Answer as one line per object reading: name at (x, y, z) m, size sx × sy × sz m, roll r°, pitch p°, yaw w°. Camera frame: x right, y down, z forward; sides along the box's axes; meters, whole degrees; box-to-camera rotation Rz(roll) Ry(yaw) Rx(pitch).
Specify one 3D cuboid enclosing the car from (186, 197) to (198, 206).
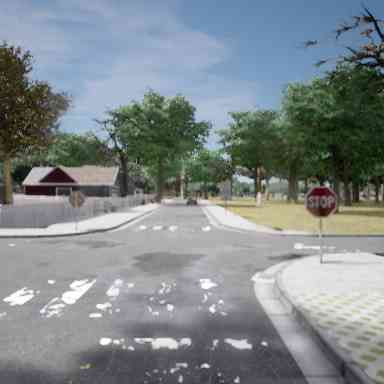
car at (-0.007, 1.613, 58.558) m, size 1.812 × 1.442 × 4.674 m, roll 0°, pitch 0°, yaw 0°
